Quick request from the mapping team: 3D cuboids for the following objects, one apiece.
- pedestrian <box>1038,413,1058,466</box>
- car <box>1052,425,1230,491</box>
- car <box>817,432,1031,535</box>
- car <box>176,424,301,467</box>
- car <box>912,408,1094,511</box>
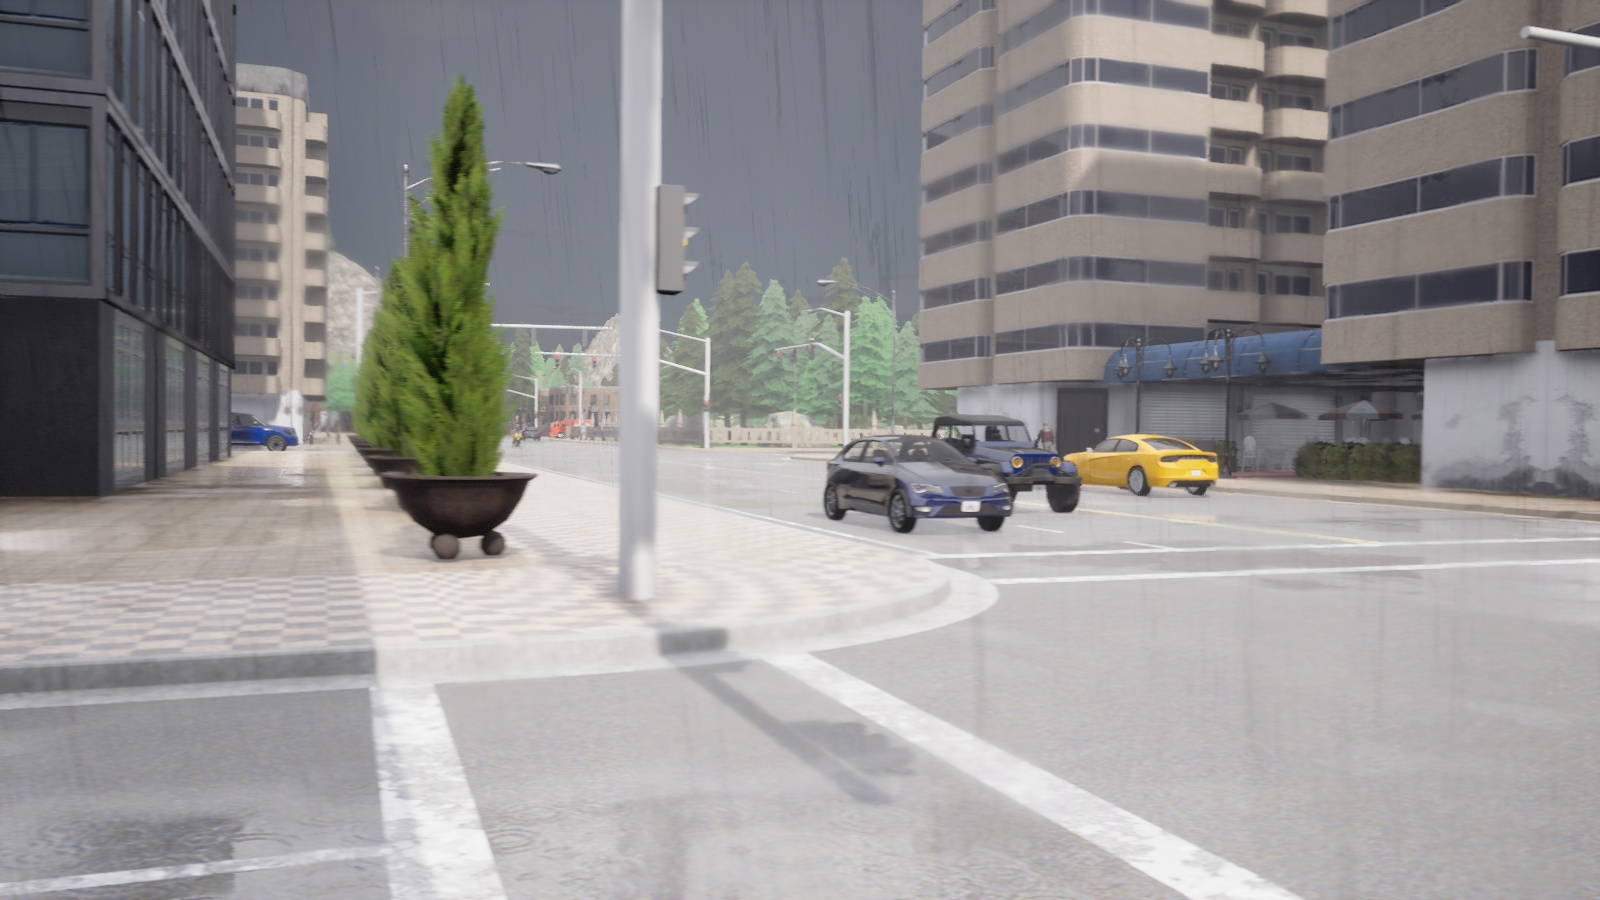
[{"bbox_3d":[8.729,-0.364,44.197,0.376,1.854,0.720,-1,1,-20],"label":"pedestrian"},{"bbox_3d":[8.669,0.154,32.446,1.882,1.535,5.008,-1,1,-20],"label":"car"},{"bbox_3d":[1.887,0.458,20.487,1.816,1.474,4.193,-1,1,-20],"label":"car"},{"bbox_3d":[-28.254,-0.264,63.410,5.566,2.045,2.150,-1,1,-20],"label":"car"},{"bbox_3d":[3.940,0.144,25.028,1.905,1.878,3.866,-1,1,-20],"label":"car"}]
